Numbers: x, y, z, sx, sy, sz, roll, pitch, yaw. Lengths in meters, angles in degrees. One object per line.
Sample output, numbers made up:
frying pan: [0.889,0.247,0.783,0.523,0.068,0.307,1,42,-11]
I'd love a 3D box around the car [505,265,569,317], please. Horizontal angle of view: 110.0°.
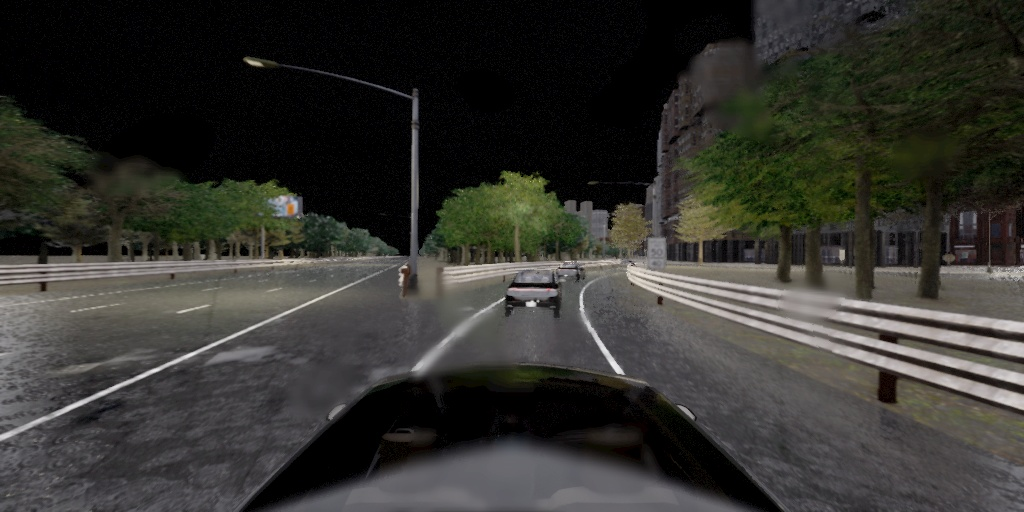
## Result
car: [0.938,1.248,13.248,2.128,1.511,4.902,0,0,9]

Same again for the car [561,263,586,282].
car: [4.840,1.270,29.073,2.128,1.511,4.902,0,0,20]
